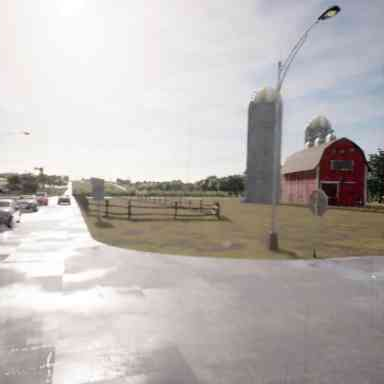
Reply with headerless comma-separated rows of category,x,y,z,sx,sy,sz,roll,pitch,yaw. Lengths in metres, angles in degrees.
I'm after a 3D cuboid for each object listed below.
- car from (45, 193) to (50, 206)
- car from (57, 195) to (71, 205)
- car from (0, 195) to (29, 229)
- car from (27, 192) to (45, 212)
car,-19.764,0.842,43.242,2.097,1.767,4.553,1,0,-20
car,-18.621,1.085,48.595,2.033,1.411,5.357,1,0,-20
car,-11.007,1.178,19.032,2.128,1.511,4.902,1,0,-20
car,-15.409,1.057,31.157,2.128,1.511,4.902,1,0,-20
